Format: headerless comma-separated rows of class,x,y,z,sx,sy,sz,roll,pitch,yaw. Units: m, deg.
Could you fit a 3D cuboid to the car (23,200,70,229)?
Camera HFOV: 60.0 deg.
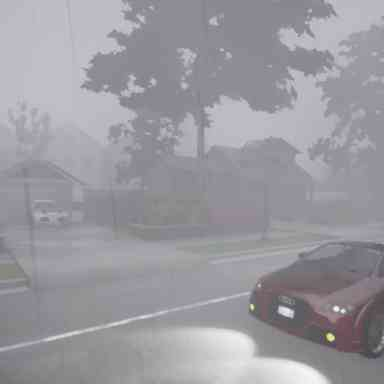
car,-8.237,1.218,18.741,1.970,1.475,3.806,1,-1,-35

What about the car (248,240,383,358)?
car,3.035,1.639,6.140,4.181,1.385,1.994,1,-1,-35
